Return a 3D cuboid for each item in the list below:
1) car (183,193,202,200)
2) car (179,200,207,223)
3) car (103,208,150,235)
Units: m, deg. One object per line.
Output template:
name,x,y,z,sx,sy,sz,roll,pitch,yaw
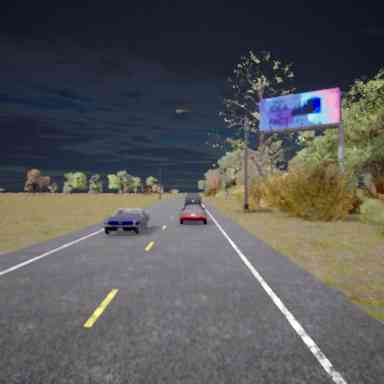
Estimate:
car,0.098,1.189,42.959,2.150,2.045,5.566,0,0,0
car,0.093,1.545,24.995,1.994,1.385,4.181,0,0,0
car,-3.576,1.587,18.806,1.895,1.301,4.718,0,0,0
